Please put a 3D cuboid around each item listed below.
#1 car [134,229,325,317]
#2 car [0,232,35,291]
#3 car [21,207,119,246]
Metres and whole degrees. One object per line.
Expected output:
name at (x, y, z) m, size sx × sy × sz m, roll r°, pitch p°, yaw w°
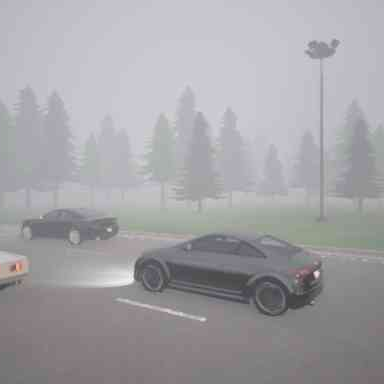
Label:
car at (0.710, 1.535, 7.440) m, size 4.181 × 1.385 × 1.994 m, roll 0°, pitch 0°, yaw 33°
car at (-5.936, 1.589, 7.423) m, size 4.718 × 1.301 × 1.895 m, roll 0°, pitch 0°, yaw 29°
car at (-5.617, 1.438, 15.123) m, size 5.008 × 1.535 × 1.882 m, roll 0°, pitch 0°, yaw 29°
